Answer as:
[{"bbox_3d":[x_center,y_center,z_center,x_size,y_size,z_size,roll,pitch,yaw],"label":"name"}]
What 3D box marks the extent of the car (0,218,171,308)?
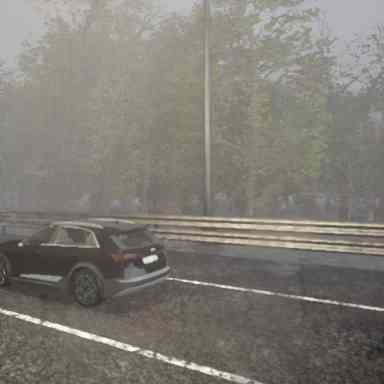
[{"bbox_3d":[-2.801,1.456,7.938,4.856,1.649,2.033,0,0,30],"label":"car"}]
